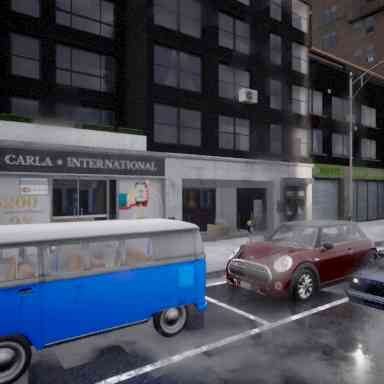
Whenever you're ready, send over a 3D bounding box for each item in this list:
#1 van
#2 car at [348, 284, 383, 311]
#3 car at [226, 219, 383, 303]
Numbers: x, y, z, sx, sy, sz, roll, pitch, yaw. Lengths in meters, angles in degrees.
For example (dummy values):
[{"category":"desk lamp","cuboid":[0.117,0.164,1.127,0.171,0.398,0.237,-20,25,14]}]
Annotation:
[{"category":"van","cuboid":[-1.651,1.341,5.011,3.998,1.788,1.690,0,0,-36]},{"category":"car","cuboid":[5.461,1.547,6.979,5.357,1.411,2.033,0,0,-36]},{"category":"car","cuboid":[2.751,1.440,8.160,4.097,1.590,1.967,0,0,-36]}]
